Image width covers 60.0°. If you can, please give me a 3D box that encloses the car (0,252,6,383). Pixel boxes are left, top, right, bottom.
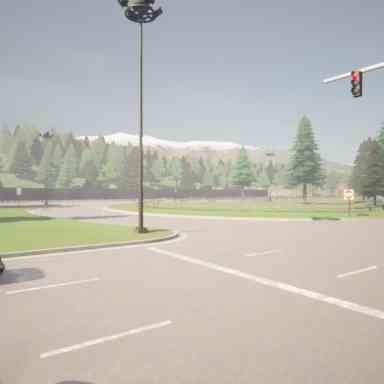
[{"bbox_3d":[-3.314,1.352,1.380,4.553,1.767,2.097,0,0,-36],"label":"car"}]

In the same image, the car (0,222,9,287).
[{"bbox_3d":[-7.162,1.548,7.234,5.357,1.411,2.033,0,0,-35],"label":"car"}]
